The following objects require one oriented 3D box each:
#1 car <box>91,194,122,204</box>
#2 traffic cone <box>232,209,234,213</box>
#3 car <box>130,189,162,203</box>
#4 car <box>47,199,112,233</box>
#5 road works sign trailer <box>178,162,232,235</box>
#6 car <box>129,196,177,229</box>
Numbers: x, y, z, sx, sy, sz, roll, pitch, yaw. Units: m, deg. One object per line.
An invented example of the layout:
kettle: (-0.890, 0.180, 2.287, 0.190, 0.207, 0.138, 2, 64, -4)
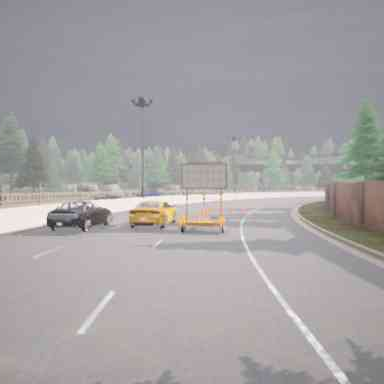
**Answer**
car: (-12.352, 0.979, 48.184, 1.895, 1.301, 4.718, 0, 1, 23)
traffic cone: (3.575, 1.568, 29.970, 0.340, 0.580, 0.340, 0, 1, 11)
car: (-7.027, 0.560, 51.485, 2.150, 2.045, 5.566, 0, 0, 26)
car: (-5.915, 1.257, 18.043, 2.128, 1.511, 4.902, 0, 1, 7)
road works sign trailer: (0.651, 0.240, 17.274, 2.380, 3.560, 2.880, 0, 1, 11)
car: (-2.175, 1.223, 19.643, 1.882, 1.535, 5.008, 0, 1, 8)
